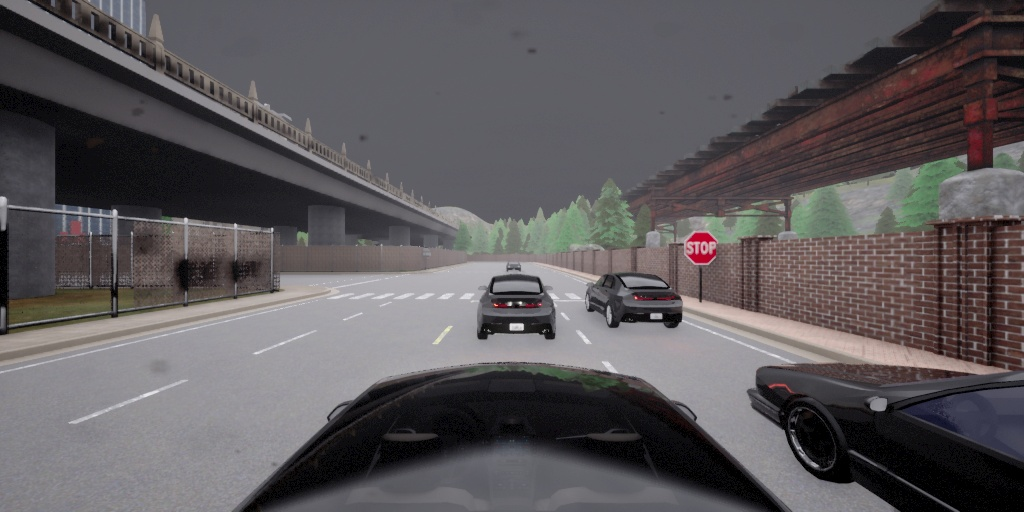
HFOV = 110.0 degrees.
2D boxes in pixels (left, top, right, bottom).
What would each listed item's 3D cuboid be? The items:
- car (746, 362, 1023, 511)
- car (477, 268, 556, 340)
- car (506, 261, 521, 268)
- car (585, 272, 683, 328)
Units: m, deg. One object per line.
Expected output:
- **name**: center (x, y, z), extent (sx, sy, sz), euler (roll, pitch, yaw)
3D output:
- **car**: center (3.600, 1.297, 1.609), extent (2.033, 1.411, 5.357), euler (0, 0, 0)
- **car**: center (0.103, 1.255, 9.998), extent (1.837, 1.490, 4.892), euler (0, 0, 0)
- **car**: center (0.209, 1.351, 46.282), extent (1.895, 1.301, 4.718), euler (0, 0, -1)
- **car**: center (3.606, 1.255, 11.355), extent (1.837, 1.490, 4.892), euler (0, 0, 0)
